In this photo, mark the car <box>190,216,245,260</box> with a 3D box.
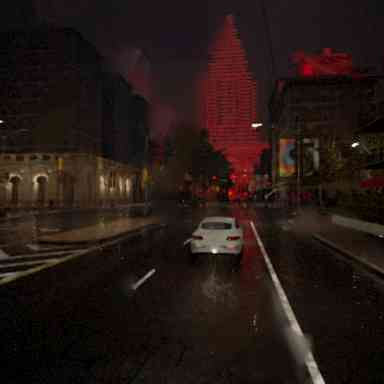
[{"bbox_3d":[1.069,1.665,12.961,1.812,1.442,4.674,0,0,9],"label":"car"}]

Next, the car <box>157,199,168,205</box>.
[{"bbox_3d":[-7.405,2.463,82.345,1.895,1.301,4.718,0,-1,8],"label":"car"}]

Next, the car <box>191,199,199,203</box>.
[{"bbox_3d":[0.916,2.523,92.778,2.033,1.411,5.357,0,-1,8],"label":"car"}]

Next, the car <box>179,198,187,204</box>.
[{"bbox_3d":[-2.549,2.486,93.277,1.837,1.490,4.892,0,-1,8],"label":"car"}]
